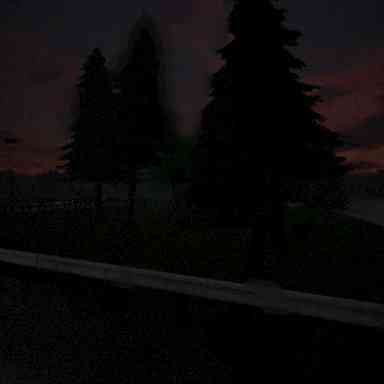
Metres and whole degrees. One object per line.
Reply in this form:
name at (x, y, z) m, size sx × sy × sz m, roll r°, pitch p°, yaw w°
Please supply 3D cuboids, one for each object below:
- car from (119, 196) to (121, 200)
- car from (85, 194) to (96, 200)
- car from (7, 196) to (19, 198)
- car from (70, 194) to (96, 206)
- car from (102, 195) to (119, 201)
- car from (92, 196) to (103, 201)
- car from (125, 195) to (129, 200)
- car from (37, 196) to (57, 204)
car at (-19.898, 1.487, 87.729) m, size 2.033 × 1.411 × 5.357 m, roll 0°, pitch 0°, yaw -9°
car at (-27.148, 1.301, 89.234) m, size 2.097 × 1.767 × 4.553 m, roll 0°, pitch 0°, yaw -9°
car at (-37.083, 1.495, 69.016) m, size 2.033 × 1.411 × 5.357 m, roll 0°, pitch 0°, yaw 6°
car at (-18.241, 1.470, 54.995) m, size 1.837 × 1.490 × 4.892 m, roll 0°, pitch 0°, yaw 14°
car at (-19.188, 1.477, 78.052) m, size 1.812 × 1.442 × 4.674 m, roll 0°, pitch 0°, yaw -2°
car at (-22.779, 1.546, 80.420) m, size 1.895 × 1.301 × 4.718 m, roll 0°, pitch 0°, yaw -5°
car at (-16.248, 1.449, 86.650) m, size 1.837 × 1.490 × 4.892 m, roll 0°, pitch 0°, yaw -9°
car at (-27.321, 1.523, 62.926) m, size 1.994 × 1.385 × 4.181 m, roll 0°, pitch 0°, yaw 9°
